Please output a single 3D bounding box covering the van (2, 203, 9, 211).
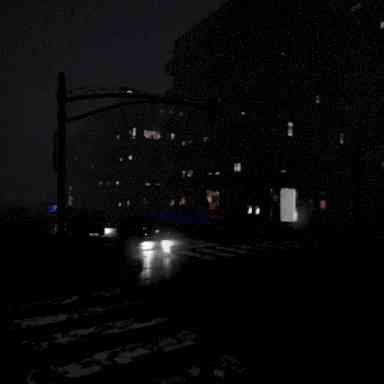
[{"bbox_3d":[-32.149,2.990,59.060,1.690,1.788,3.998,0,-1,-34],"label":"van"}]

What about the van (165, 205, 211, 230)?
[{"bbox_3d":[-0.172,1.975,26.544,1.690,1.788,3.998,-1,-1,-34],"label":"van"}]

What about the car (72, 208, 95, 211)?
[{"bbox_3d":[-8.619,2.320,28.740,1.994,1.385,4.181,0,-2,-34],"label":"car"}]

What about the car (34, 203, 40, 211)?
[{"bbox_3d":[-34.600,3.410,77.634,2.192,1.841,5.009,-1,-1,-34],"label":"car"}]

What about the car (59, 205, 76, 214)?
[{"bbox_3d":[-22.172,3.092,59.194,1.752,1.417,4.829,-1,-1,-34],"label":"car"}]

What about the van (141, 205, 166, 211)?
[{"bbox_3d":[-3.301,2.107,31.189,1.690,1.788,3.998,-1,-1,-34],"label":"van"}]

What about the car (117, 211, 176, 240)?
[{"bbox_3d":[-3.060,2.084,20.484,1.994,1.385,4.181,0,-2,-34],"label":"car"}]

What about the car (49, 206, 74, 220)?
[{"bbox_3d":[-14.214,2.594,37.058,1.895,1.301,4.718,0,-2,-34],"label":"car"}]

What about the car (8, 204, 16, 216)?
[{"bbox_3d":[-25.887,2.823,49.770,1.967,1.590,4.097,0,-1,-34],"label":"car"}]

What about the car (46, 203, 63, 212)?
[{"bbox_3d":[-28.340,3.143,68.345,2.192,1.841,5.009,-1,-1,-34],"label":"car"}]

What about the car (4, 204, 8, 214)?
[{"bbox_3d":[-29.015,3.067,54.413,2.008,1.369,4.403,0,-1,-34],"label":"car"}]

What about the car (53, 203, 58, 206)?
[{"bbox_3d":[-18.626,2.802,49.316,2.128,1.511,4.902,0,-2,-34],"label":"car"}]

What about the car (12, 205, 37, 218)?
[{"bbox_3d":[-22.755,2.832,45.124,1.802,1.307,4.206,0,-1,-34],"label":"car"}]

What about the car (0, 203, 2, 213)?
[{"bbox_3d":[-38.428,3.230,68.336,2.192,1.841,5.009,0,-1,-34],"label":"car"}]

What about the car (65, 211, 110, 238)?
[{"bbox_3d":[-7.105,2.169,21.901,1.802,1.307,4.206,0,-1,-34],"label":"car"}]

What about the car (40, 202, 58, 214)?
[{"bbox_3d":[-24.271,2.772,57.692,2.150,2.045,5.566,0,-1,-34],"label":"car"}]
